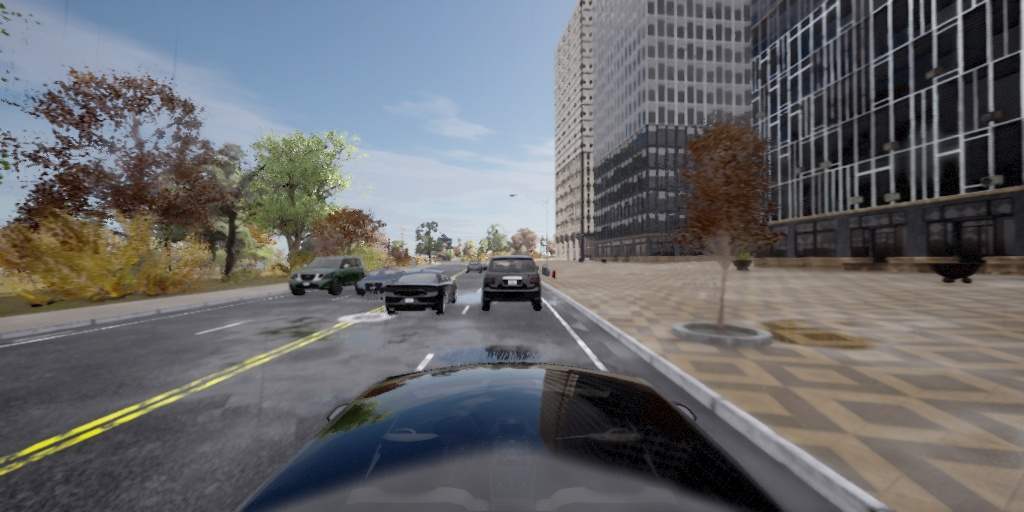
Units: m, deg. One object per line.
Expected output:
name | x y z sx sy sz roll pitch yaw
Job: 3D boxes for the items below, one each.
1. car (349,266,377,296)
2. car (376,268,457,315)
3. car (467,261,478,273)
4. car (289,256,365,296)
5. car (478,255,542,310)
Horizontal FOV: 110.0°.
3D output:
car | -6.774 1.359 19.384 1.994 1.385 4.181 0 0 -1
car | -3.283 1.254 13.762 1.882 1.535 5.008 0 0 -1
car | -4.729 1.368 45.830 2.128 1.511 4.902 0 0 -4
car | -10.035 1.021 20.139 2.150 2.045 5.566 0 0 -2
car | -0.045 0.997 14.875 2.150 2.045 5.566 0 0 -1
